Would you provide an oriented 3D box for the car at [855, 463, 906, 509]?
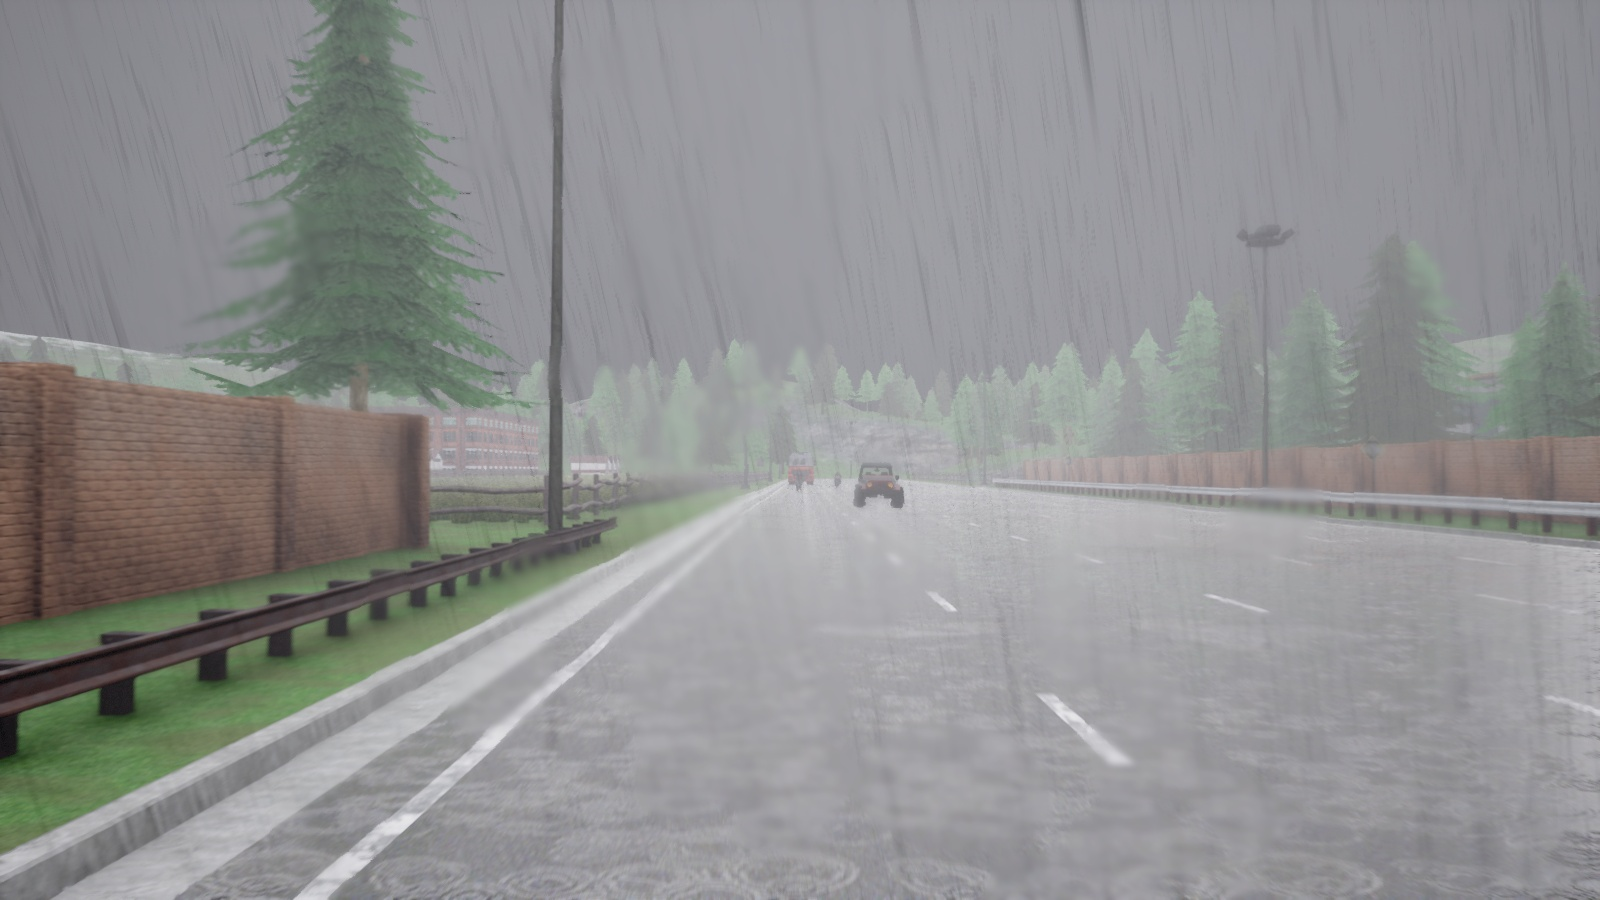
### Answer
[{"bbox_3d":[3.369,1.489,53.357,1.905,1.878,3.866,0,-1,0],"label":"car"}]
